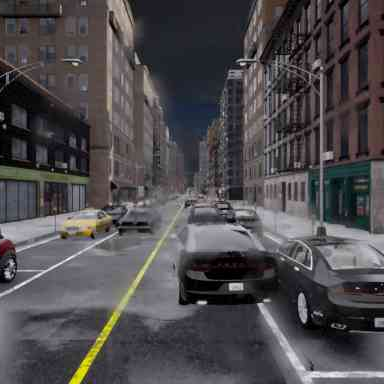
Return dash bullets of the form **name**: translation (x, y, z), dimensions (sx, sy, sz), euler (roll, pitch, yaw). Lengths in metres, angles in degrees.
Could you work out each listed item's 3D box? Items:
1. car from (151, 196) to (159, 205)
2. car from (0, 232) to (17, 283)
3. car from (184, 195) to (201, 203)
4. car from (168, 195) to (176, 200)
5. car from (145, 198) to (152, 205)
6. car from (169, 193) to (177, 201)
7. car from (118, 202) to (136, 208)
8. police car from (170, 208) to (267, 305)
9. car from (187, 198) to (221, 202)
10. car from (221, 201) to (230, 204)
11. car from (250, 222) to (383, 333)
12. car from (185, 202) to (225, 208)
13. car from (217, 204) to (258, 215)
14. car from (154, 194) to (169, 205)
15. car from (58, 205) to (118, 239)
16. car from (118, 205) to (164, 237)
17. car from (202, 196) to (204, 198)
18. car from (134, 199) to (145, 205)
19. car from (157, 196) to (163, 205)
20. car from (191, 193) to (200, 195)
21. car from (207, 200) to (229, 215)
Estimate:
- **car**: translation (-5.443, 1.544, 39.205), dimensions (2.008, 1.369, 4.403), euler (0, 0, 0)
- **car**: translation (-5.396, 1.440, 6.728), dimensions (1.967, 1.590, 4.097), euler (0, 0, 0)
- **car**: translation (-0.045, 1.494, 45.736), dimensions (1.837, 1.490, 4.892), euler (0, 0, 1)
- **car**: translation (-5.520, 1.477, 92.644), dimensions (1.752, 1.417, 4.829), euler (0, 0, 0)
- **car**: translation (-5.435, 1.578, 33.792), dimensions (1.802, 1.307, 4.206), euler (0, 0, 0)
- **car**: translation (-5.504, 1.513, 81.906), dimensions (2.008, 1.369, 4.403), euler (0, 0, 0)
- **car**: translation (-5.419, 1.564, 22.966), dimensions (1.947, 1.339, 4.313), euler (0, 0, 0)
- **police car**: translation (0.512, 1.424, 8.289), dimensions (1.930, 1.638, 5.238), euler (0, 0, -6)
- **car**: translation (0.792, 1.476, 24.257), dimensions (1.882, 1.535, 5.008), euler (0, 0, 0)
- **car**: translation (2.598, 1.563, 28.381), dimensions (1.947, 1.339, 4.313), euler (0, 0, 0)
- **car**: translation (2.629, 1.550, 6.731), dimensions (2.008, 1.369, 4.403), euler (0, 0, 0)
- **car**: translation (0.691, 1.503, 18.258), dimensions (1.837, 1.490, 4.892), euler (0, 0, 0)
- **car**: translation (2.614, 1.549, 17.556), dimensions (2.008, 1.369, 4.403), euler (0, 0, 0)
- **car**: translation (-5.466, 1.297, 55.443), dimensions (2.192, 1.841, 5.009), euler (0, 0, 0)
- **car**: translation (-5.411, 1.524, 17.384), dimensions (1.752, 1.417, 4.829), euler (0, 0, 0)
- **car**: translation (-2.772, 1.599, 18.332), dimensions (1.895, 1.301, 4.718), euler (0, 0, 0)
- **car**: translation (2.574, 1.515, 44.790), dimensions (1.752, 1.417, 4.829), euler (0, 0, 0)
- **car**: translation (-5.427, 1.523, 28.209), dimensions (1.752, 1.417, 4.829), euler (0, 0, 0)
- **car**: translation (-5.450, 1.541, 44.618), dimensions (2.008, 1.369, 4.403), euler (0, 0, 0)
- **car**: translation (-0.084, 1.457, 58.800), dimensions (1.882, 1.535, 5.008), euler (0, 0, 0)
- **car**: translation (2.590, 1.562, 33.794), dimensions (1.947, 1.339, 4.313), euler (0, 0, 0)
